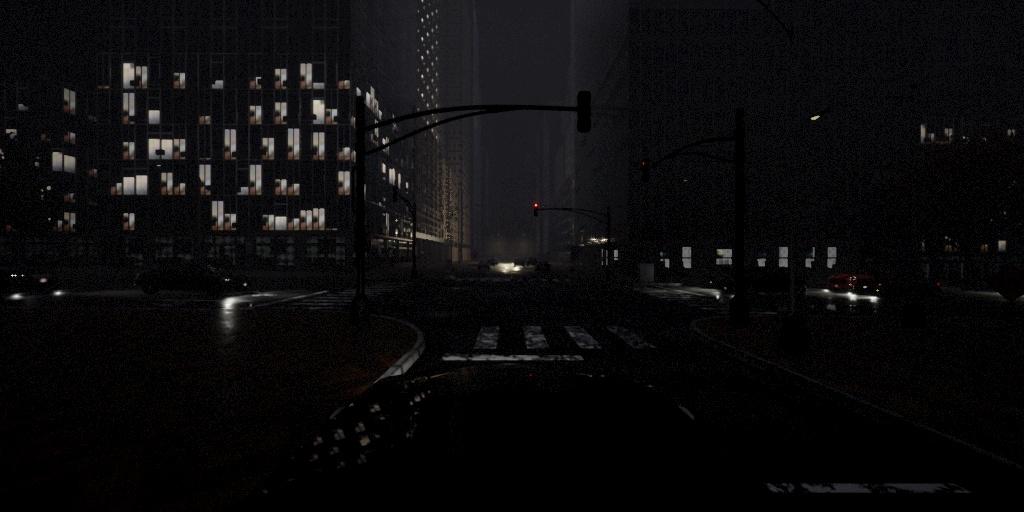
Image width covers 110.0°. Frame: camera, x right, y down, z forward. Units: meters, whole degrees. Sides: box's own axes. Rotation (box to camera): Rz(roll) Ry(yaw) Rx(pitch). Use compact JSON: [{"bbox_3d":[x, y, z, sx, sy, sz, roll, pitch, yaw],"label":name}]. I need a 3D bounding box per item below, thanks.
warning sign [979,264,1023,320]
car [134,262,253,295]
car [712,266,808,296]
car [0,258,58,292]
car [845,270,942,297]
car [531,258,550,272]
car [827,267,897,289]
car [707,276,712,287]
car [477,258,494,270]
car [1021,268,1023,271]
[{"bbox_3d":[17.275,1.204,12.413,1.060,1.860,1.300,0,0,-3],"label":"warning sign"},{"bbox_3d":[-14.950,1.026,16.927,4.674,1.442,1.812,1,0,-1],"label":"car"},{"bbox_3d":[15.141,1.400,21.774,4.553,1.767,2.097,1,0,-3],"label":"car"},{"bbox_3d":[-24.165,0.823,16.499,4.902,1.511,2.128,1,0,-3],"label":"car"},{"bbox_3d":[23.726,1.766,22.175,4.181,1.385,1.994,1,0,-3],"label":"car"},{"bbox_3d":[3.927,1.329,46.215,1.948,1.339,4.313,0,0,0],"label":"car"},{"bbox_3d":[25.229,1.579,25.494,4.553,1.767,2.097,1,0,-3],"label":"car"},{"bbox_3d":[16.187,1.591,25.076,4.674,1.442,1.812,1,0,-3],"label":"car"},{"bbox_3d":[-4.026,1.343,51.708,1.802,1.307,4.207,0,0,0],"label":"car"},{"bbox_3d":[39.077,1.699,26.122,5.566,2.045,2.150,1,0,-2],"label":"car"}]
